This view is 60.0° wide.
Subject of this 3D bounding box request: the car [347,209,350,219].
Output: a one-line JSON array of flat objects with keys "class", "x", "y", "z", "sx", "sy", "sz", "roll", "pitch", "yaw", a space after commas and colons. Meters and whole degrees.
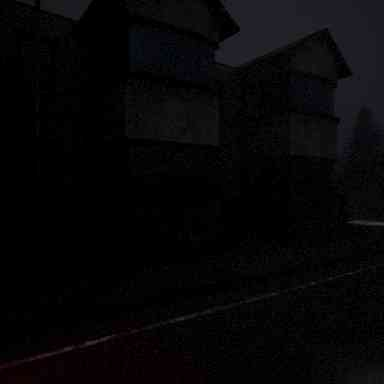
[{"class": "car", "x": 10.482, "y": 1.352, "z": 27.227, "sx": 2.097, "sy": 1.767, "sz": 4.553, "roll": 0, "pitch": 0, "yaw": -35}]
